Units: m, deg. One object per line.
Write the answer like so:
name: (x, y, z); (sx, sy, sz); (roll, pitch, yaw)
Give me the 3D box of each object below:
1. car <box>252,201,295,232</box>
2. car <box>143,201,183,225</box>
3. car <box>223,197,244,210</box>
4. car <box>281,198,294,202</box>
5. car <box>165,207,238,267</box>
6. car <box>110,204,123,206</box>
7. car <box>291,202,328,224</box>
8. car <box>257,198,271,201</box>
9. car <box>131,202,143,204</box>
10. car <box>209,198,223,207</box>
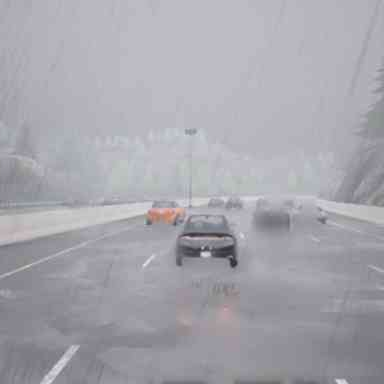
car: (4.853, 1.544, 20.768); (1.882, 1.535, 5.008); (0, 0, 7)
car: (-1.764, 1.396, 24.108); (2.097, 1.767, 4.553); (0, 0, 7)
car: (5.983, 1.477, 45.837); (2.097, 1.767, 4.553); (0, 0, 14)
car: (15.132, 1.658, 52.628); (1.882, 1.535, 5.008); (0, 0, 17)
car: (0.539, 1.520, 11.626); (2.128, 1.511, 4.902); (0, 0, 4)
car: (-10.874, 1.627, 51.380); (1.994, 1.385, 4.181); (0, 0, 15)
car: (9.017, 1.697, 25.854); (1.895, 1.301, 4.718); (0, 0, 9)
car: (11.157, 1.653, 51.810); (2.128, 1.511, 4.902); (0, 0, 16)
car: (-7.810, 1.620, 49.395); (2.033, 1.411, 5.357); (0, 0, 15)
car: (3.896, 1.621, 51.844); (2.128, 1.511, 4.902); (0, 0, 16)
